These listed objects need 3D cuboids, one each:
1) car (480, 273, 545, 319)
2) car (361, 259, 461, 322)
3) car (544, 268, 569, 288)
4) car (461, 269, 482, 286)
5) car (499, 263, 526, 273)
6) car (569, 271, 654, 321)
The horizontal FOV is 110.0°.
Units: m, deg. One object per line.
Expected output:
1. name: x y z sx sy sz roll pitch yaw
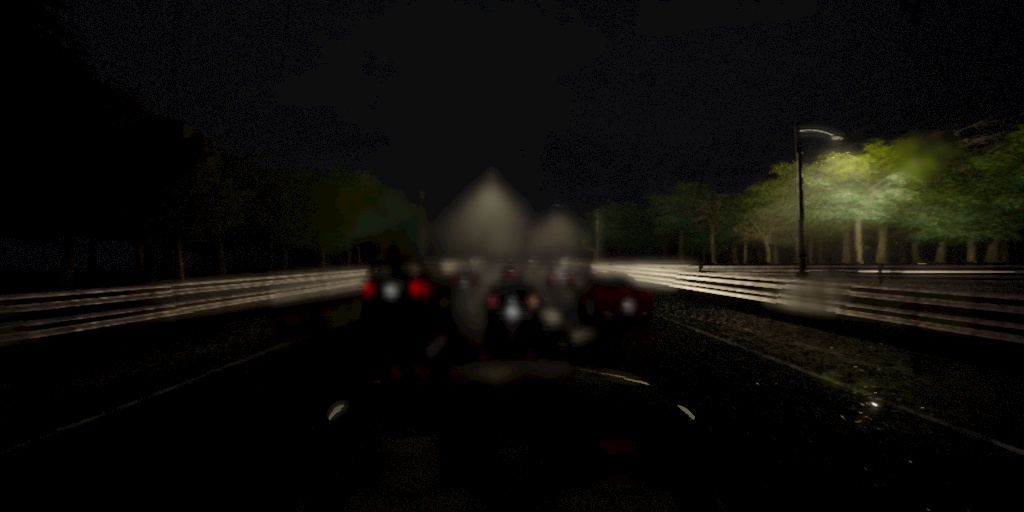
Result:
1. car: 0.041 1.498 13.571 1.895 1.301 4.718 0 -1 0
2. car: -3.466 1.113 13.011 2.150 2.045 5.566 0 0 0
3. car: 3.526 1.603 26.985 2.033 1.411 5.357 0 -1 0
4. car: -3.460 1.673 28.558 1.895 1.301 4.718 0 -1 0
5. car: 0.045 1.585 29.195 1.837 1.490 4.892 0 0 1
6. car: 3.537 1.372 13.286 1.882 1.535 5.008 0 -1 0
